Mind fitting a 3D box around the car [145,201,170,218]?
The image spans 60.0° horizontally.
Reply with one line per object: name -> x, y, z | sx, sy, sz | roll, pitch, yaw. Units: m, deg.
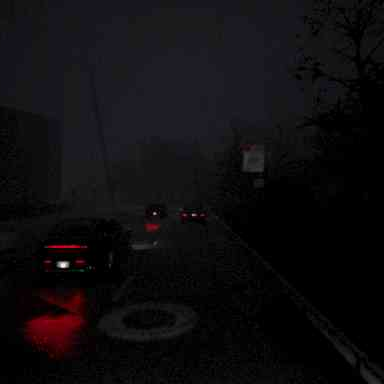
car -> -3.145, 1.574, 30.588 | 1.837, 1.490, 4.892 | 0, 0, 0

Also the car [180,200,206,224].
car -> 0.100, 1.604, 24.978 | 2.033, 1.411, 5.357 | 0, 0, 0

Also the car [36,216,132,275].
car -> -3.148, 1.529, 10.551 | 1.837, 1.490, 4.892 | 0, 0, 0

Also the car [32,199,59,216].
car -> -15.562, 1.566, 33.249 | 2.163, 1.488, 4.792 | 0, 0, 0

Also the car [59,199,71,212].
car -> -15.592, 1.590, 38.745 | 2.002, 1.452, 4.674 | -2, 0, 0

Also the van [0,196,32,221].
van -> -15.548, 1.296, 27.638 | 1.878, 1.987, 4.442 | 0, 0, 0
